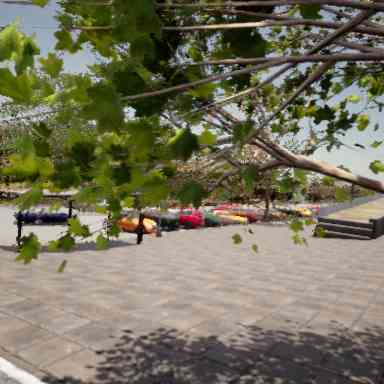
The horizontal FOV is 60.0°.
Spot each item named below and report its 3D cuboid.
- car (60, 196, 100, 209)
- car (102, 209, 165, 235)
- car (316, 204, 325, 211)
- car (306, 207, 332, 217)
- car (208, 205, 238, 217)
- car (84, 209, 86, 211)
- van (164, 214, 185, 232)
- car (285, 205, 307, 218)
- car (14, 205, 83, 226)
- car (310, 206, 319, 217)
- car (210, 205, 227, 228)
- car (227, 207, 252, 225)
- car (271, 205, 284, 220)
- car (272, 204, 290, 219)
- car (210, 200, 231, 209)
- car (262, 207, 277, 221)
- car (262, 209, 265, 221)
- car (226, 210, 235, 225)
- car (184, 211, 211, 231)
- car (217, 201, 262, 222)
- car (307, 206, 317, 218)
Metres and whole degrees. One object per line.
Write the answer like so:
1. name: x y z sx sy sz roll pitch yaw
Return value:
1. car: -14.489 1.322 43.359 1.812 1.442 4.674 6 2 36
2. car: -5.093 2.412 27.737 4.553 1.767 2.185 6 2 16
3. car: 23.015 3.759 66.678 5.566 2.045 2.435 6 2 16
4. car: 28.254 4.336 74.003 5.008 1.535 2.097 6 1 16
5. car: 4.739 2.846 49.874 2.033 1.411 5.357 6 2 36
6. car: -12.343 1.568 41.266 1.812 1.442 4.674 6 2 35
7. van: -3.371 2.393 30.168 4.442 1.987 1.878 6 2 16
8. car: 16.084 3.356 56.927 5.566 2.045 2.435 6 2 16
9. car: -11.749 1.988 27.263 1.895 1.301 4.718 6 0 37
10. car: 21.092 3.882 64.294 5.366 1.575 1.946 6 2 16
11. car: 0.319 2.557 34.993 5.566 2.045 2.435 6 2 16
12. car: 3.964 2.992 39.828 5.366 1.575 1.946 6 2 16
13. car: 10.827 3.202 49.607 4.553 1.767 2.185 6 2 16
14. car: 12.516 3.286 52.069 4.553 1.767 2.185 6 2 16
15. car: 5.751 2.475 66.258 1.837 1.490 4.892 6 2 36
16. car: 9.041 3.237 47.181 4.892 1.521 2.231 6 2 16
17. car: 7.314 3.179 44.748 4.792 1.488 2.163 6 2 16
18. car: 2.021 2.929 37.447 4.674 1.452 2.002 6 2 16
19. car: -1.508 2.464 32.568 5.566 2.045 2.435 6 2 16
20. car: 5.590 2.814 42.299 5.566 2.045 2.435 6 2 16
21. car: 19.703 3.820 61.763 5.366 1.575 1.946 6 2 16
